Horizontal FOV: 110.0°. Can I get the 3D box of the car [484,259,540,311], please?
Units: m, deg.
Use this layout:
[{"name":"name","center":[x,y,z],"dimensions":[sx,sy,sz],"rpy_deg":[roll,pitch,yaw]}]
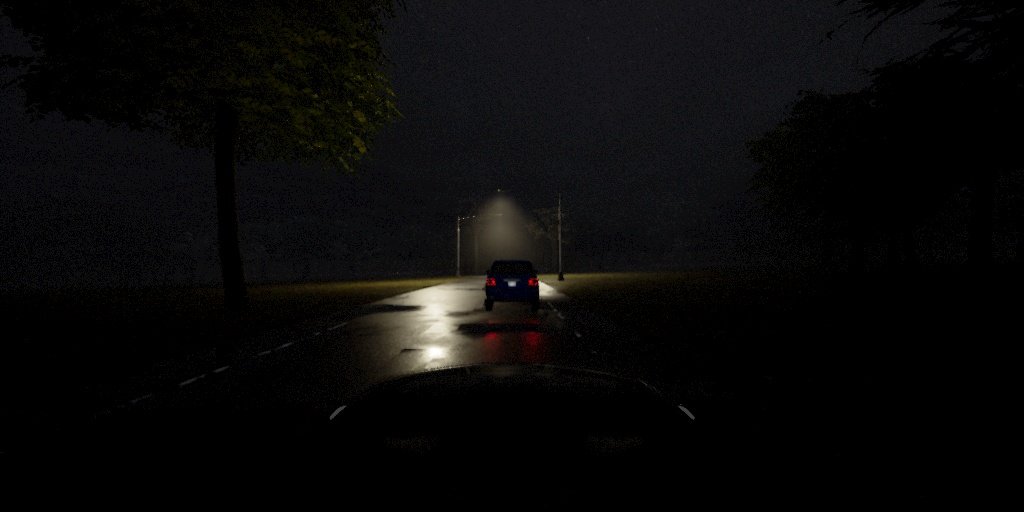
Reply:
[{"name":"car","center":[0.003,1.185,15.902],"dimensions":[2.150,2.045,5.566],"rpy_deg":[0,-1,0]}]
